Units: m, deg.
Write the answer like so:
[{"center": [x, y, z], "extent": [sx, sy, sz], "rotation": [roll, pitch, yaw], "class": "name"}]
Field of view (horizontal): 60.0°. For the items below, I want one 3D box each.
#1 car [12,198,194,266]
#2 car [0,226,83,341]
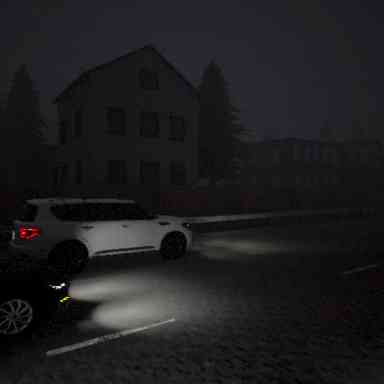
[{"center": [-2.600, 1.195, 10.490], "extent": [5.566, 2.045, 2.150], "rotation": [0, 0, -36], "class": "car"}, {"center": [-4.403, 1.508, 4.905], "extent": [4.892, 1.490, 1.837], "rotation": [0, 0, -36], "class": "car"}]
